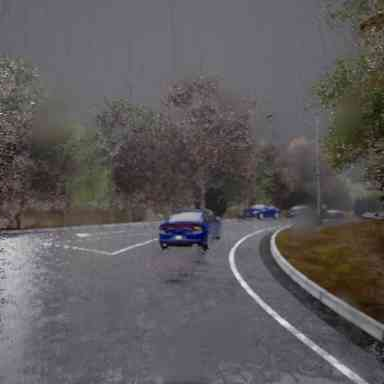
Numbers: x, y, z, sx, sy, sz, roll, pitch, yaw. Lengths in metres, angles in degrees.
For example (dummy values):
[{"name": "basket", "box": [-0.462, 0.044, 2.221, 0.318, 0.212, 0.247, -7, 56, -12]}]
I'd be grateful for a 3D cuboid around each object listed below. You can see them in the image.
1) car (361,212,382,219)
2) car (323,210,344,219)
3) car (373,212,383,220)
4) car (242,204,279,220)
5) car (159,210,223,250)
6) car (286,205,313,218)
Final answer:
[{"name": "car", "box": [28.240, 3.843, 52.741, 1.994, 1.385, 4.181, -1, -5, 39]}, {"name": "car", "box": [21.311, 3.359, 49.843, 1.812, 1.442, 4.674, -1, -5, 40]}, {"name": "car", "box": [34.614, 4.400, 60.519, 1.837, 1.490, 4.892, -1, -5, 40]}, {"name": "car", "box": [6.623, 1.843, 31.944, 1.882, 1.535, 5.008, -1, -3, 40]}, {"name": "car", "box": [0.105, 1.517, 14.573, 1.882, 1.535, 5.008, -2, 0, 14]}, {"name": "car", "box": [12.873, 2.370, 39.578, 1.837, 1.490, 4.892, -1, -4, 39]}]
